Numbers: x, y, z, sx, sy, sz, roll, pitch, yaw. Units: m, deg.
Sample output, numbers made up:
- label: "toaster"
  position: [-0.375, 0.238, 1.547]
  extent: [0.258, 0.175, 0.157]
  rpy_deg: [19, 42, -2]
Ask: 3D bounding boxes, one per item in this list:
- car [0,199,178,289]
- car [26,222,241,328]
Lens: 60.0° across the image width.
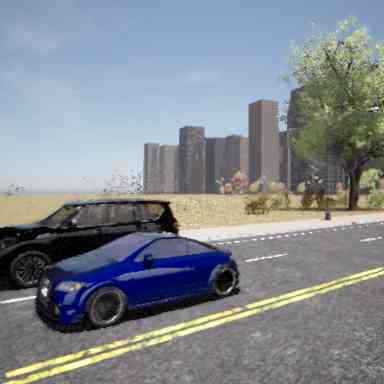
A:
- label: "car"
  position: [-2.922, 1.231, 9.587]
  extent: [5.566, 2.045, 2.150]
  rpy_deg: [0, 0, -36]
- label: "car"
  position: [-0.967, 1.572, 7.013]
  extent: [4.181, 1.385, 1.994]
  rpy_deg: [0, 0, -36]
